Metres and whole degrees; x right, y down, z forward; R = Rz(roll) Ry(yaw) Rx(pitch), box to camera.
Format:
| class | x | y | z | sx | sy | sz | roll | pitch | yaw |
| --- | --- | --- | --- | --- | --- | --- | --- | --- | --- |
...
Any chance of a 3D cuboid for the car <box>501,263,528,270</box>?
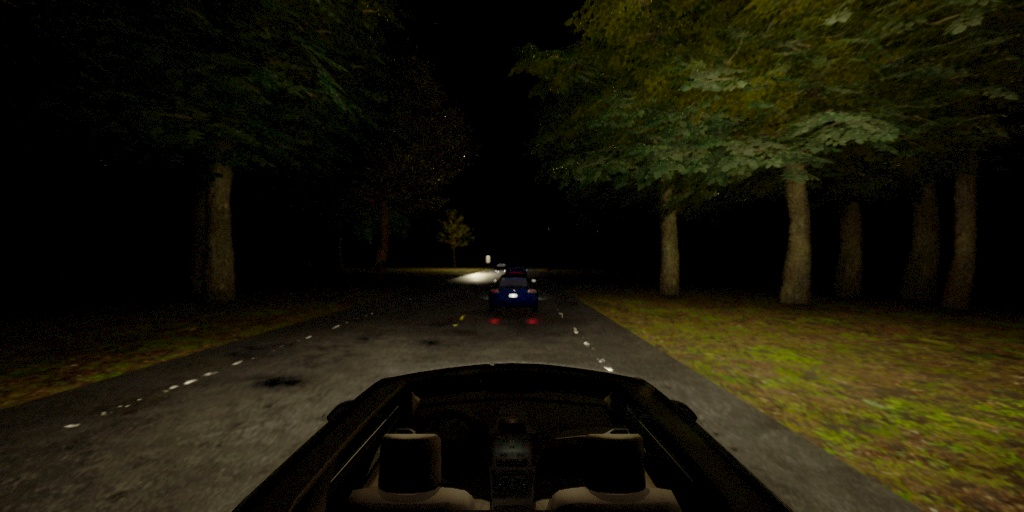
| class | x | y | z | sx | sy | sz | roll | pitch | yaw |
| --- | --- | --- | --- | --- | --- | --- | --- | --- | --- |
| car | 0.364 | 1.568 | 31.065 | 1.882 | 1.535 | 5.008 | 0 | 0 | 2 |

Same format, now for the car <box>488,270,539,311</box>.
| class | x | y | z | sx | sy | sz | roll | pitch | yaw |
| --- | --- | --- | --- | --- | --- | --- | --- | --- | --- |
| car | 0.090 | 1.469 | 15.348 | 1.994 | 1.385 | 4.181 | 0 | -1 | 1 |
